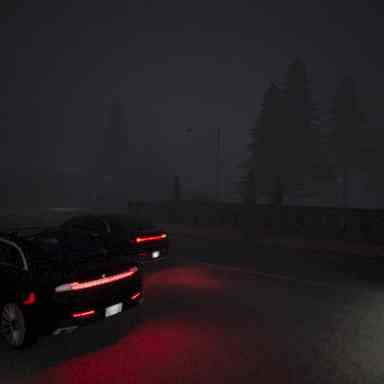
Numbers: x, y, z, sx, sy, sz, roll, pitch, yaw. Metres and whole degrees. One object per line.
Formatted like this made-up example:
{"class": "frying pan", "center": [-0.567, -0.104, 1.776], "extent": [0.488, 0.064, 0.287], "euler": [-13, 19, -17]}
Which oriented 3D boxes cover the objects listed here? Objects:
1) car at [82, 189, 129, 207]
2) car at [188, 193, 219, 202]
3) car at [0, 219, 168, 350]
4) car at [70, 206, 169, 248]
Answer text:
{"class": "car", "center": [-9.590, 0.682, 37.450], "extent": [2.150, 2.045, 5.566], "euler": [1, 1, 38]}
{"class": "car", "center": [1.486, 0.961, 40.186], "extent": [2.097, 1.767, 4.553], "euler": [1, 1, 37]}
{"class": "car", "center": [-3.069, 1.412, 6.140], "extent": [4.902, 1.511, 2.128], "euler": [1, 1, 36]}
{"class": "car", "center": [-2.925, 1.384, 10.348], "extent": [4.892, 1.490, 1.837], "euler": [1, 1, 36]}
